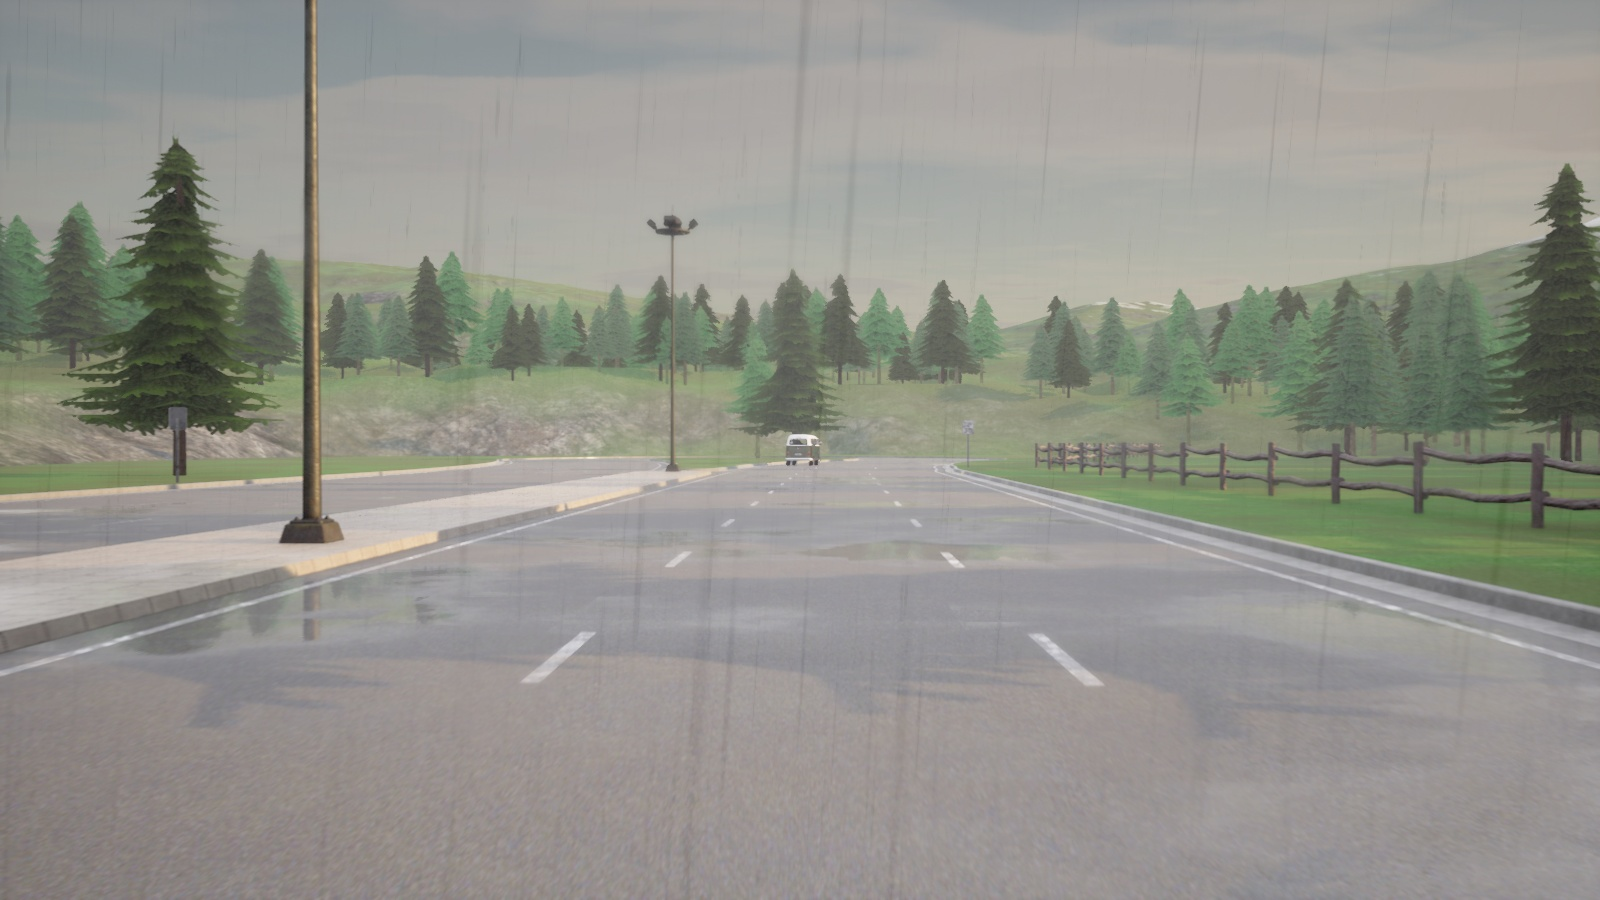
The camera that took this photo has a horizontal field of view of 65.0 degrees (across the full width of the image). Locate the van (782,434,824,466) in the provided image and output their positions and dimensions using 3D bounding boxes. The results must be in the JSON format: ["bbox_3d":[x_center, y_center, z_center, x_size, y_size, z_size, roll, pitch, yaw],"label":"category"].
[{"bbox_3d":[0.235,0.006,82.365,2.069,2.038,4.480,0,0,9],"label":"van"}]
